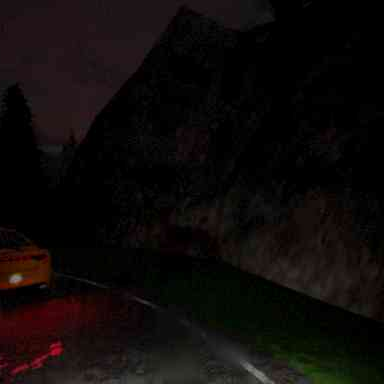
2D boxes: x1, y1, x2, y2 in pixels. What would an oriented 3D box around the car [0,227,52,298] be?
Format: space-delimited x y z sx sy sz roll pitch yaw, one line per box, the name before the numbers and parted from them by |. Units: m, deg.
car | -5.324 1.587 8.232 5.008 1.535 1.882 -1 -1 42
